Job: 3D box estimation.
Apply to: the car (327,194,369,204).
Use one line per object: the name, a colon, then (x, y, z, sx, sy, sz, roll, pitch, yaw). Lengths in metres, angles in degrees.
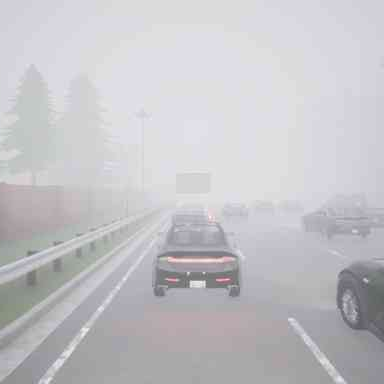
car: (14.123, 1.219, 30.804, 2.150, 2.045, 5.566, 0, 0, 0)

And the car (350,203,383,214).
car: (10.613, 1.600, 20.457, 1.895, 1.301, 4.718, 0, 0, 0)

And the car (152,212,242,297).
car: (0.106, 1.492, 8.571, 2.128, 1.511, 4.902, 0, 0, 0)

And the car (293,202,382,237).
car: (7.111, 1.491, 16.929, 2.128, 1.511, 4.902, 0, 0, 0)

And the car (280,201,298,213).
car: (10.623, 1.601, 36.306, 1.895, 1.301, 4.718, 0, 0, 0)

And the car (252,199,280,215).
car: (7.122, 1.490, 34.175, 2.128, 1.511, 4.902, 0, 0, 0)

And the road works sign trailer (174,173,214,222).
road works sign trailer: (0.078, 0.464, 22.938, 2.380, 3.560, 2.880, 0, 0, -1)

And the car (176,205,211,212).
car: (0.009, 1.474, 19.019, 1.882, 1.535, 5.008, 0, 0, 6)

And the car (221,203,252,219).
car: (3.619, 1.601, 28.728, 1.895, 1.301, 4.718, 0, 0, 0)

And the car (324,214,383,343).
car: (3.602, 1.353, 4.031, 2.097, 1.767, 4.553, 0, 0, 0)
